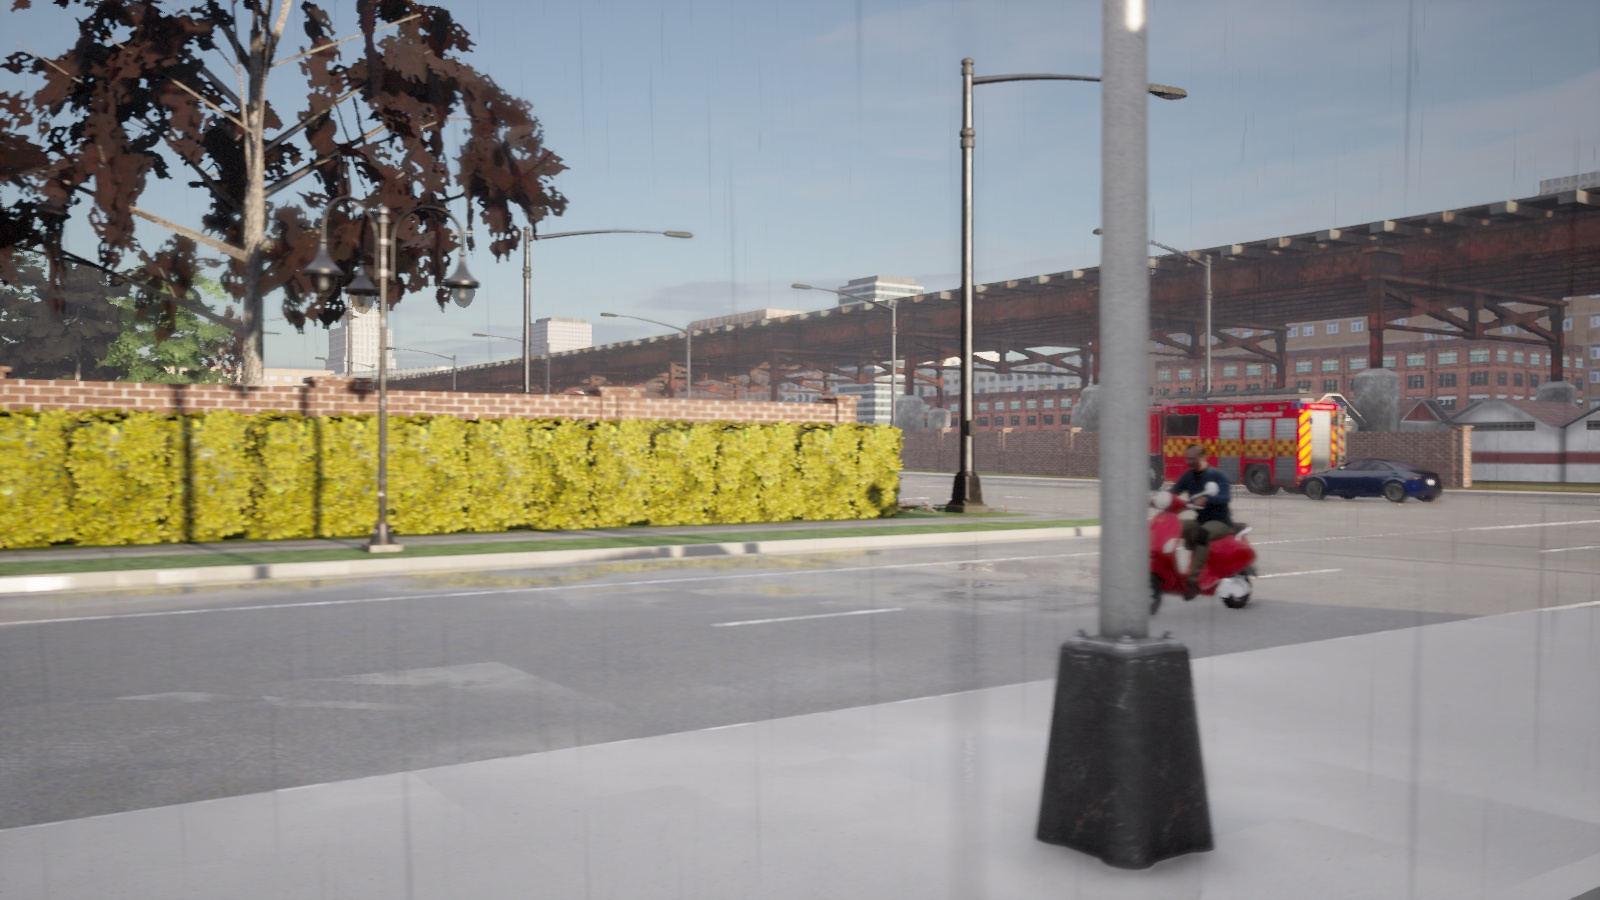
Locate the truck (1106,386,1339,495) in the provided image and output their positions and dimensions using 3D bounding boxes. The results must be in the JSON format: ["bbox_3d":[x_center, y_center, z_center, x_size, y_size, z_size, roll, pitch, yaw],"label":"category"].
[{"bbox_3d":[16.068,-0.336,48.479,2.891,3.827,8.468,0,0,-35],"label":"truck"}]

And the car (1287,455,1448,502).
[{"bbox_3d":[17.870,0.868,39.709,1.994,1.385,4.181,0,0,-35],"label":"car"}]

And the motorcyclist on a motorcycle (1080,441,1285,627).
[{"bbox_3d":[3.550,0.719,11.612,1.817,1.590,0.866,0,0,-35],"label":"motorcyclist on a motorcycle"}]
